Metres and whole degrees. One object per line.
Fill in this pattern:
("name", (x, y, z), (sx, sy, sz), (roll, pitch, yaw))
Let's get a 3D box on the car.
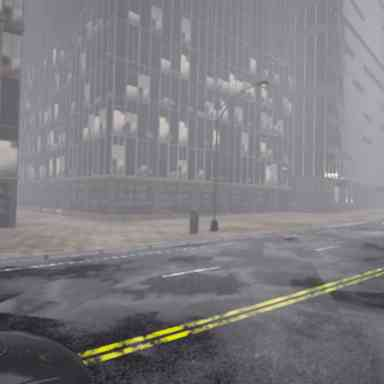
("car", (-2.849, 1.477, 1.457), (4.902, 1.511, 2.128), (1, -1, -35))
